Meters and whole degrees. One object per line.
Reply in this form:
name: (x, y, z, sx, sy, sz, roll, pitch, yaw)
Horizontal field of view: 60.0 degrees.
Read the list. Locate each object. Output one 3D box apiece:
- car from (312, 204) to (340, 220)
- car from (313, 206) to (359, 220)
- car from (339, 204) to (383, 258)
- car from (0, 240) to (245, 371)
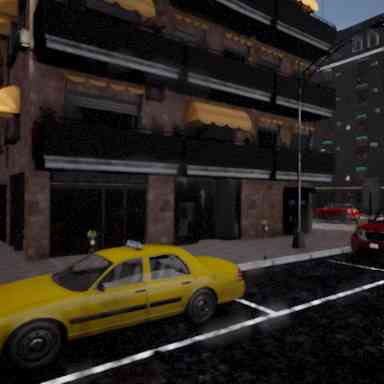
car: (14.884, 1.995, 34.706, 2.097, 1.767, 4.553, 1, -1, -36)
car: (16.232, 2.282, 37.635, 2.008, 1.369, 4.403, -1, -1, -36)
car: (7.930, 1.447, 12.214, 5.009, 1.841, 2.192, 1, 0, -35)
car: (-1.245, 1.546, 5.671, 4.829, 1.417, 1.752, 1, 0, -35)
